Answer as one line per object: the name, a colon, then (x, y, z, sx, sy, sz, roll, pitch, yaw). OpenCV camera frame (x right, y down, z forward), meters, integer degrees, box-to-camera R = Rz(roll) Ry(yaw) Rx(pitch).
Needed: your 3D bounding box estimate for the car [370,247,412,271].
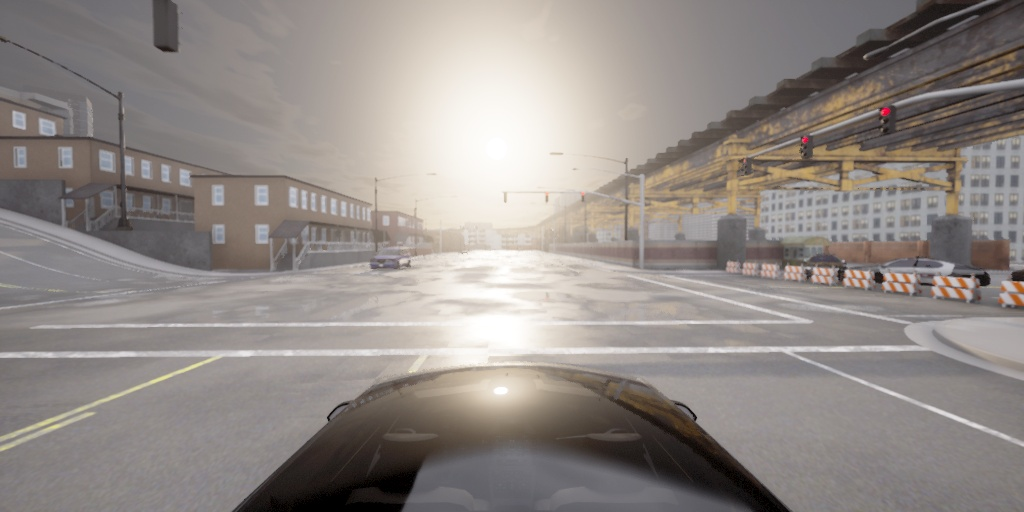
car: (-10.483, 0.259, 31.462, 2.150, 2.045, 5.566, 0, 3, 0)
